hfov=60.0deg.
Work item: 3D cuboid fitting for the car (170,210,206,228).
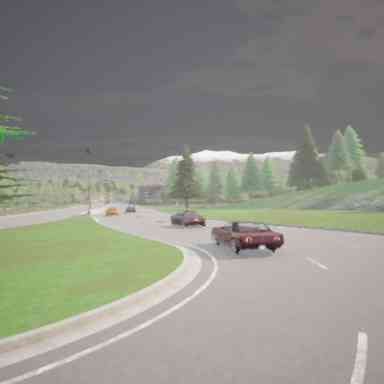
[{"bbox_3d":[-0.436,2.328,29.449,1.994,1.385,4.181,0,-2,-25],"label":"car"}]

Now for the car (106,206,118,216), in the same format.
[{"bbox_3d":[-13.523,3.166,56.384,1.882,1.535,5.008,-1,-2,-13],"label":"car"}]

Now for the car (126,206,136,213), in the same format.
[{"bbox_3d":[-12.209,3.488,66.629,1.994,1.385,4.181,-1,-1,-12],"label":"car"}]

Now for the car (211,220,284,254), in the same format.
[{"bbox_3d":[2.319,1.956,15.333,1.895,1.301,4.718,-1,-2,-12],"label":"car"}]
